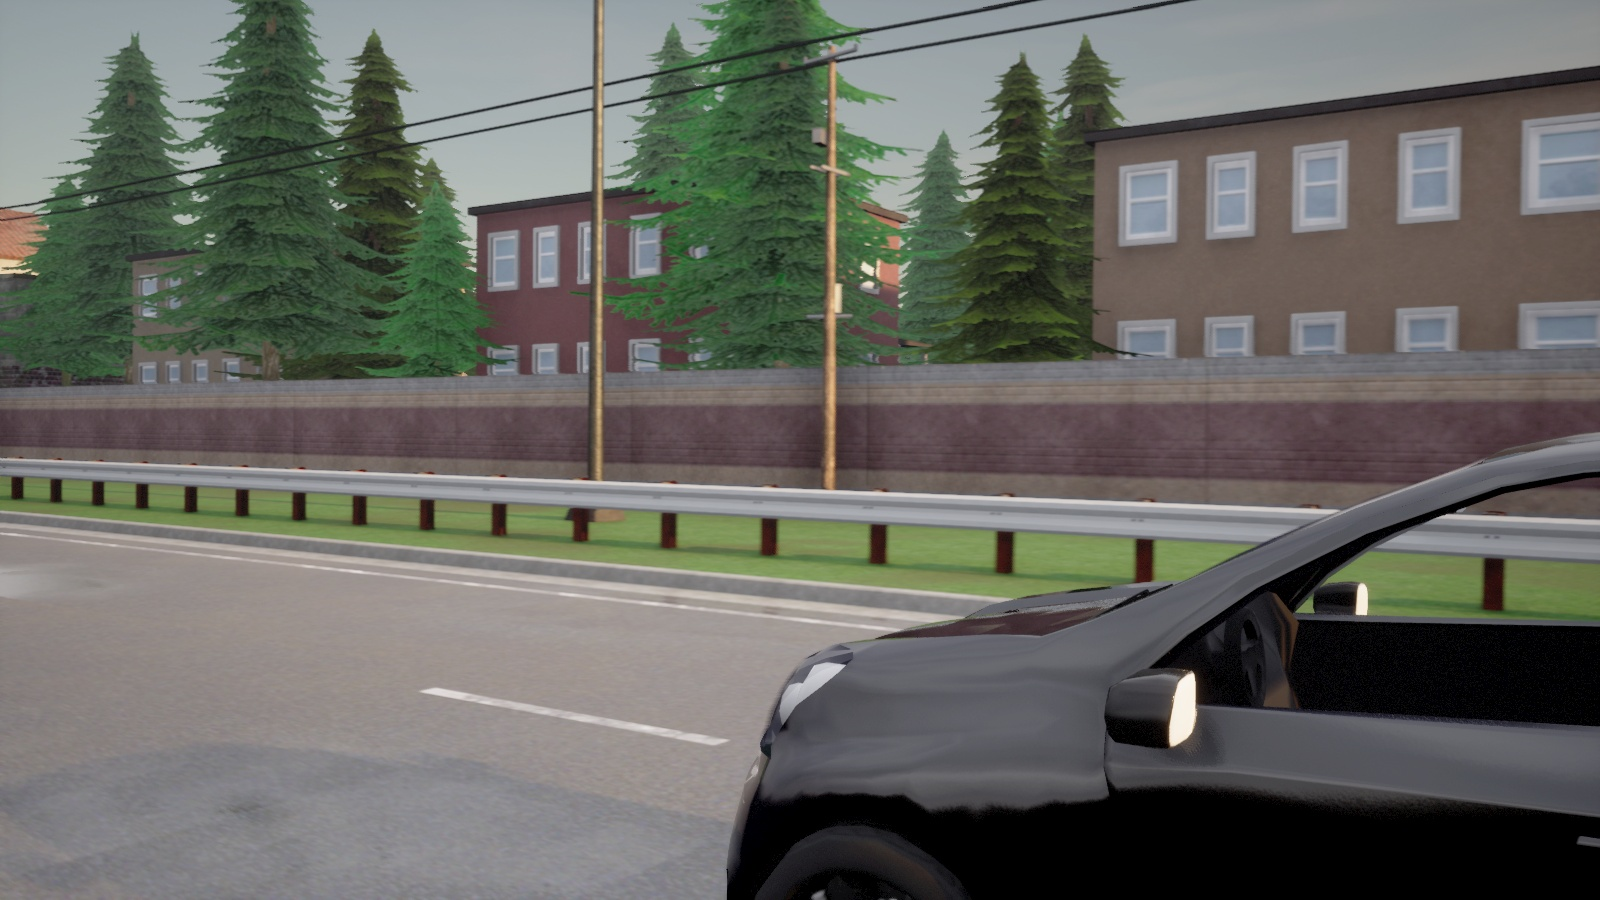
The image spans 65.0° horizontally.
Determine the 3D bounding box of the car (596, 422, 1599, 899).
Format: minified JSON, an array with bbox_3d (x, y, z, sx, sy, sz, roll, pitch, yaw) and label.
[{"bbox_3d":[1.574,0.696,2.578,3.633,1.501,1.845,0,1,34],"label":"car"}]
